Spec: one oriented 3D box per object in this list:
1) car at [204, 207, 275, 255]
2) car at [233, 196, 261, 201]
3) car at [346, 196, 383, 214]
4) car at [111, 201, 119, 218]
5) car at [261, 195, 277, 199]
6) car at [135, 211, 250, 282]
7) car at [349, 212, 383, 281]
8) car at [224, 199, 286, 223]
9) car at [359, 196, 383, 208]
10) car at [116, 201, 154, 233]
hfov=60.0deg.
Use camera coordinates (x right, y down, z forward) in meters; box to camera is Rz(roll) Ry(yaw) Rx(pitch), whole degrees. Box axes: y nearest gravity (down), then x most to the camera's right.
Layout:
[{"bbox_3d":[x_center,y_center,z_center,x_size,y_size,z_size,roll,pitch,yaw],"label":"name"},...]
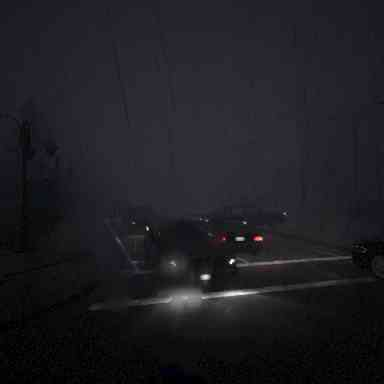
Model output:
[{"bbox_3d":[1.366,1.539,13.106,2.033,1.411,5.357,0,0,-4],"label":"car"},{"bbox_3d":[7.287,1.287,46.197,2.007,1.523,4.514,0,0,-17],"label":"car"},{"bbox_3d":[15.557,1.356,29.256,1.970,1.475,3.806,0,0,-17],"label":"car"},{"bbox_3d":[-6.301,1.516,30.108,2.033,1.411,5.357,0,0,-17],"label":"car"},{"bbox_3d":[10.273,1.277,47.159,2.152,1.636,5.027,0,0,-17],"label":"car"},{"bbox_3d":[-0.369,1.543,10.134,2.033,1.411,5.357,0,0,-15],"label":"car"},{"bbox_3d":[6.663,1.475,8.125,5.008,1.535,1.882,0,0,38],"label":"car"},{"bbox_3d":[2.876,1.467,19.773,5.357,1.411,2.033,-3,1,-19],"label":"car"},{"bbox_3d":[23.838,1.273,43.259,1.845,1.501,3.633,0,0,-17],"label":"car"},{"bbox_3d":[-3.121,1.529,19.963,2.033,1.411,5.357,0,0,-17],"label":"car"}]
